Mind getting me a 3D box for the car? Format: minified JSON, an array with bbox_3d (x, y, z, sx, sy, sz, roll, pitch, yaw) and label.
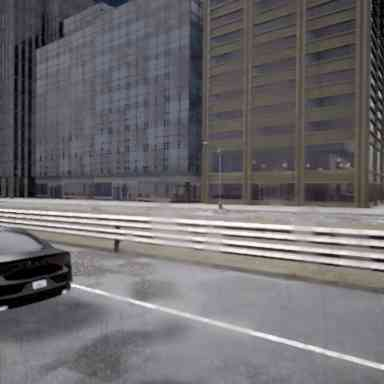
[{"bbox_3d":[-4.729,1.499,7.361,5.008,1.535,1.882,0,0,35],"label":"car"}]
